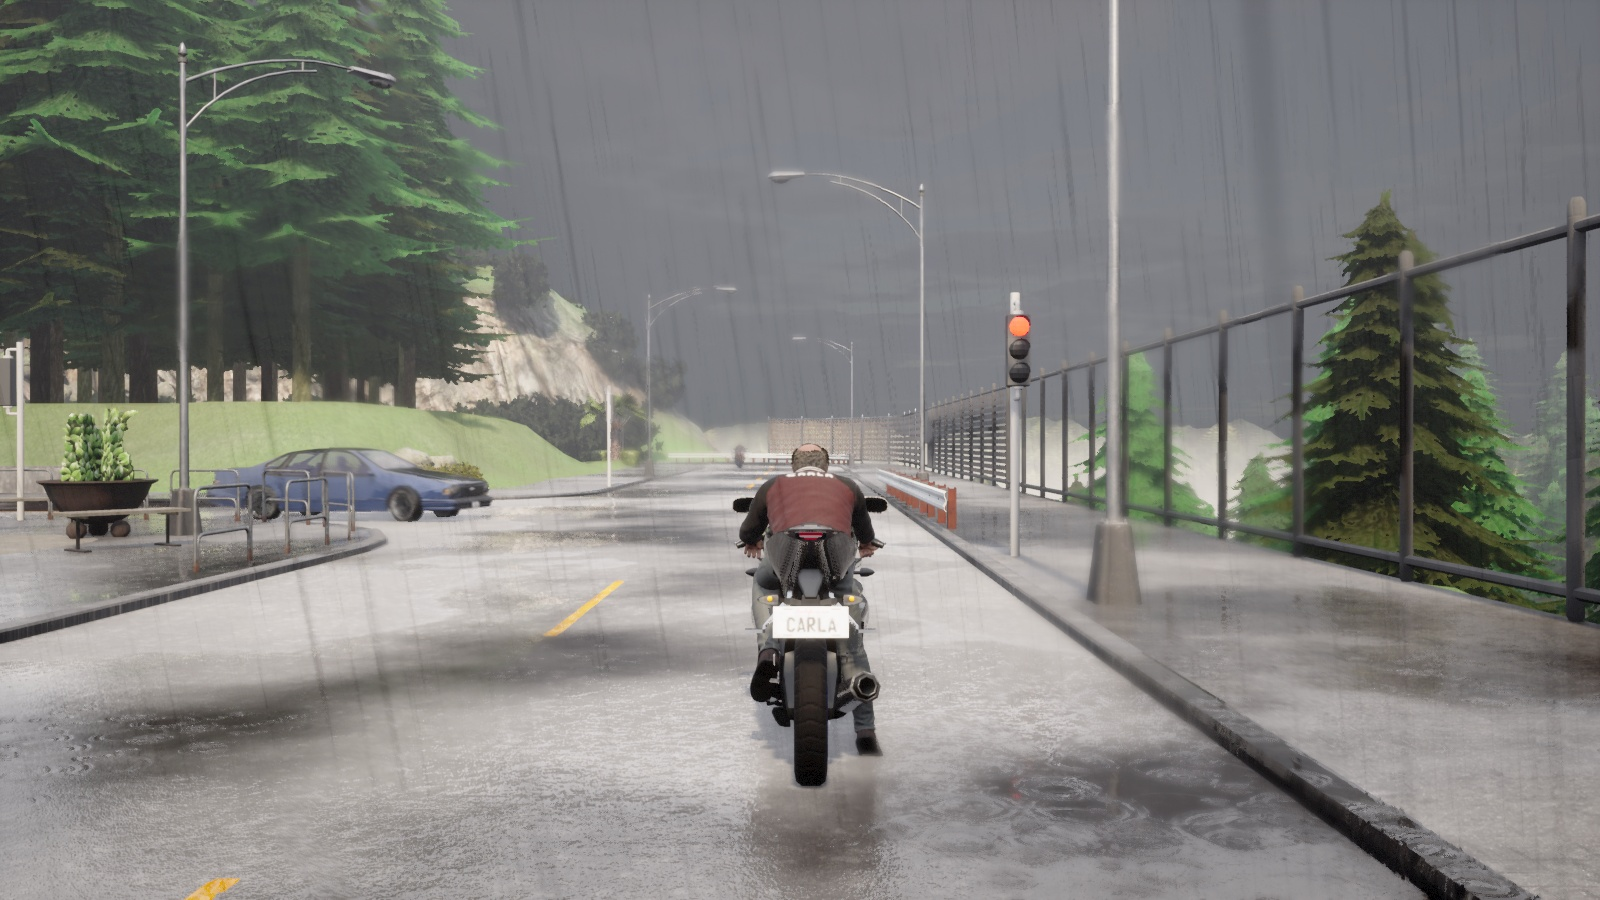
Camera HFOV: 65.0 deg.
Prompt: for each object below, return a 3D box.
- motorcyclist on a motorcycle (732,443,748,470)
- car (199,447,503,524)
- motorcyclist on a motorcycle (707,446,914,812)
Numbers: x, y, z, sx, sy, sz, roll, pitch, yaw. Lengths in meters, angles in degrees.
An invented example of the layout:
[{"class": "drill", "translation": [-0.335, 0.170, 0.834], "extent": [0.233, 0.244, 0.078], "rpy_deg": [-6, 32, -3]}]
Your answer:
[{"class": "motorcyclist on a motorcycle", "translation": [-3.528, 0.361, 74.095], "extent": [0.866, 1.530, 2.191], "rpy_deg": [-1, 0, -4]}, {"class": "car", "translation": [-8.776, 0.647, 24.697], "extent": [5.357, 1.411, 2.033], "rpy_deg": [0, 0, 12]}, {"class": "motorcyclist on a motorcycle", "translation": [0.051, 0.746, 6.361], "extent": [0.866, 1.530, 2.191], "rpy_deg": [0, 0, 0]}]
